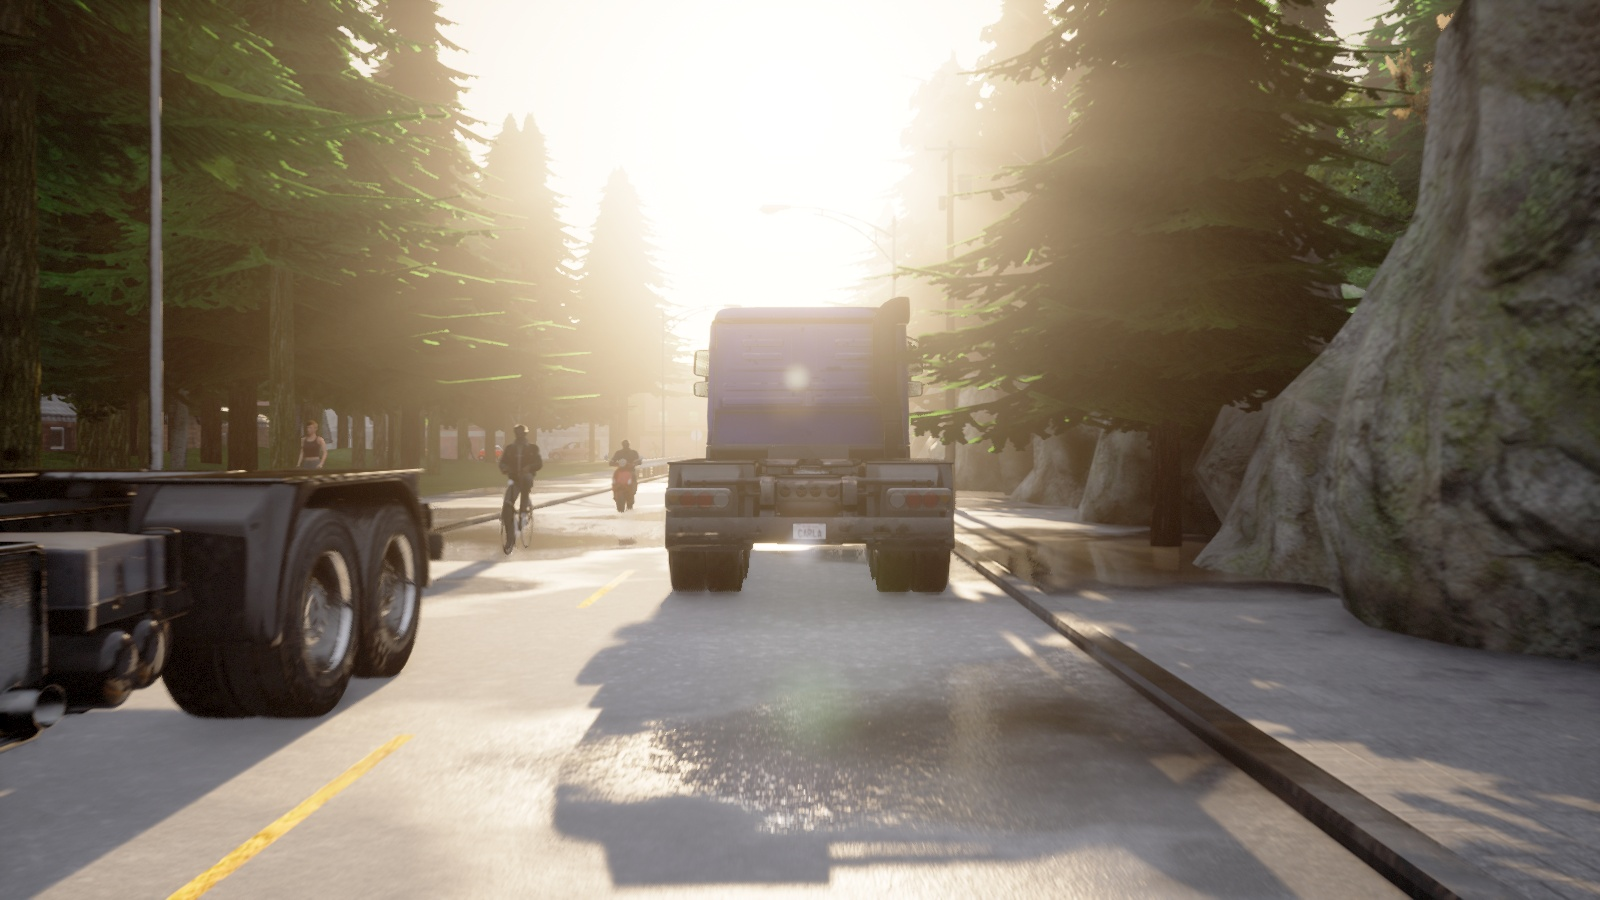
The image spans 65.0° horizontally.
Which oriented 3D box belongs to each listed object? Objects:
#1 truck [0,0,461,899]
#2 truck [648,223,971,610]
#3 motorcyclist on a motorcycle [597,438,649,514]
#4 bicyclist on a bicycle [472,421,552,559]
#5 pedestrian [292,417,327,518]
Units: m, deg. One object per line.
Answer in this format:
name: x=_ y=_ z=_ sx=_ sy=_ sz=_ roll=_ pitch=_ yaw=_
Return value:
truck: x=-3.954 y=-0.268 z=5.241 sx=2.891 sy=3.462 sz=7.936 roll=0 pitch=0 yaw=0
truck: x=0.104 y=-0.320 z=15.226 sx=2.891 sy=3.462 sz=7.936 roll=0 pitch=0 yaw=0
motorcyclist on a motorcycle: x=-3.828 y=0.544 z=27.360 sx=0.866 sy=1.590 sz=1.817 roll=0 pitch=0 yaw=0
bicyclist on a bicycle: x=-3.886 y=0.518 z=17.083 sx=0.659 sy=1.776 sz=1.843 roll=0 pitch=0 yaw=0
pedestrian: x=-9.085 y=0.319 z=23.282 sx=0.345 sy=1.836 sz=0.594 roll=0 pitch=0 yaw=11
